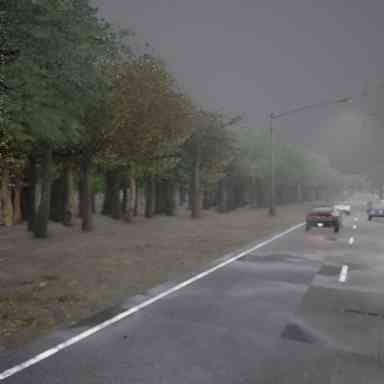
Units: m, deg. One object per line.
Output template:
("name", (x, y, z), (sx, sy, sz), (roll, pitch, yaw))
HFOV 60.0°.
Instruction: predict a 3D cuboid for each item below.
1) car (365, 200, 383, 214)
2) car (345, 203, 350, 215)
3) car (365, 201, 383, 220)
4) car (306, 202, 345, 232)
("car", (21.730, 1.738, 39.595), (2.033, 1.411, 5.357), (0, 0, 28))
("car", (16.307, 1.791, 36.519), (1.895, 1.301, 4.718), (0, 0, 27))
("car", (16.299, 1.683, 28.910), (2.033, 1.411, 5.357), (0, 0, 28))
("car", (8.420, 1.614, 21.108), (1.837, 1.490, 4.892), (0, 0, 27))
